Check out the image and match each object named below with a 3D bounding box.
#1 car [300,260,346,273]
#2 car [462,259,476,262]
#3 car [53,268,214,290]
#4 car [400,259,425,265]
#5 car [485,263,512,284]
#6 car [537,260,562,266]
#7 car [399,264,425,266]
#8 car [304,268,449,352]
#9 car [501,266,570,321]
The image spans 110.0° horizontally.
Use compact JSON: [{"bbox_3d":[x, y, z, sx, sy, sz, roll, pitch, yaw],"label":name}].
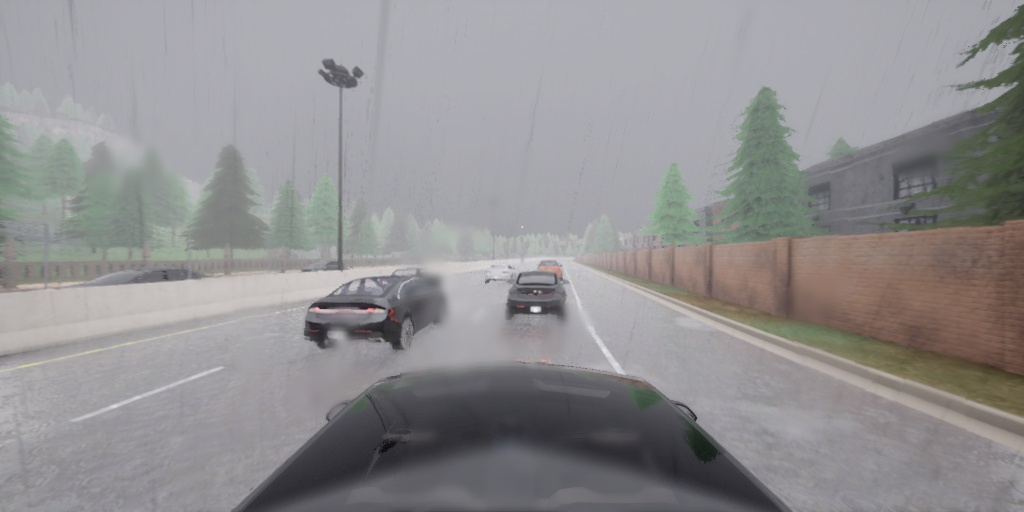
[{"bbox_3d":[-17.735,1.166,33.859,1.837,1.490,4.892,0,0,8],"label":"car"},{"bbox_3d":[-7.130,1.205,60.240,2.128,1.511,4.902,0,0,8],"label":"car"},{"bbox_3d":[-13.350,1.189,12.887,1.837,1.490,4.892,0,0,6],"label":"car"},{"bbox_3d":[-12.635,1.178,45.582,2.128,1.511,4.902,0,0,8],"label":"car"},{"bbox_3d":[-0.809,1.270,26.974,1.812,1.442,4.674,0,0,7],"label":"car"},{"bbox_3d":[3.171,1.115,30.316,2.097,1.767,4.553,0,0,7],"label":"car"},{"bbox_3d":[-5.294,1.324,19.526,1.895,1.301,4.718,0,0,7],"label":"car"},{"bbox_3d":[-2.947,1.227,8.888,2.128,1.511,4.902,0,0,5],"label":"car"},{"bbox_3d":[0.928,1.258,12.521,1.837,1.490,4.892,0,0,6],"label":"car"}]
